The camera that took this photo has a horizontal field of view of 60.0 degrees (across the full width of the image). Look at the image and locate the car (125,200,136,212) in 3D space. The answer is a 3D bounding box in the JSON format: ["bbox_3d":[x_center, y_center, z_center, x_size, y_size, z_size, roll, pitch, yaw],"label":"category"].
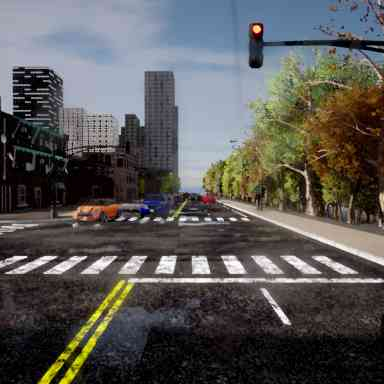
[{"bbox_3d":[-6.535,1.589,37.754,1.895,1.301,4.718,0,0,0],"label":"car"}]

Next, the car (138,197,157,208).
[{"bbox_3d":[-6.515,1.473,49.132,2.128,1.511,4.902,0,0,0],"label":"car"}]

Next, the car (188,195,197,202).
[{"bbox_3d":[0.125,1.447,76.516,1.882,1.535,5.008,0,0,0],"label":"car"}]

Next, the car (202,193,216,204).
[{"bbox_3d":[3.449,1.197,65.309,2.150,2.045,5.566,0,0,1],"label":"car"}]

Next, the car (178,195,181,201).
[{"bbox_3d":[-3.251,1.581,54.411,1.895,1.301,4.718,0,0,0],"label":"car"}]

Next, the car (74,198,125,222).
[{"bbox_3d":[-7.380,1.345,26.328,2.097,1.767,4.553,0,0,11],"label":"car"}]

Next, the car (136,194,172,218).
[{"bbox_3d":[-3.298,1.215,30.199,2.150,2.045,5.566,0,0,0],"label":"car"}]

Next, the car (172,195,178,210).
[{"bbox_3d":[-3.272,1.339,41.865,2.097,1.767,4.553,0,0,0],"label":"car"}]

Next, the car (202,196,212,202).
[{"bbox_3d":[3.371,1.522,75.893,1.994,1.385,4.181,0,0,0],"label":"car"}]

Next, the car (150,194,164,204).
[{"bbox_3d":[-6.466,1.329,61.440,2.097,1.767,4.553,0,0,0],"label":"car"}]

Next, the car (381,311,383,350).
[{"bbox_3d":[3.355,1.491,2.362,2.128,1.511,4.902,0,0,0],"label":"car"}]

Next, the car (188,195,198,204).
[{"bbox_3d":[0.202,1.465,65.176,2.128,1.511,4.902,0,0,0],"label":"car"}]
